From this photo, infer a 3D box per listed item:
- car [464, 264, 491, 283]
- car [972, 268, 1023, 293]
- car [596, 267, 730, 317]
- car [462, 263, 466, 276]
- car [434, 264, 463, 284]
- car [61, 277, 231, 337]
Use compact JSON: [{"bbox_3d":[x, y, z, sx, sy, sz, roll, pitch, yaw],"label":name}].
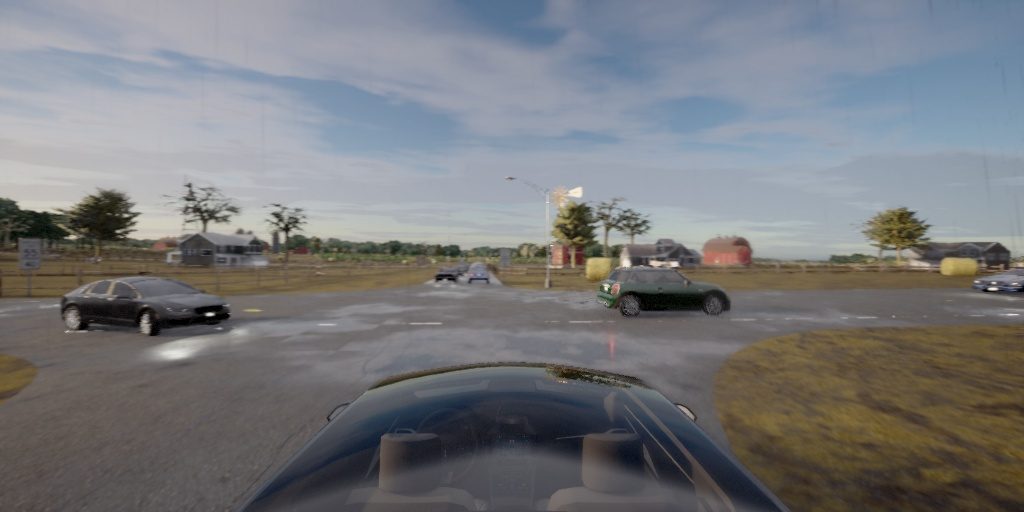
[{"bbox_3d":[-2.910,1.672,32.317,2.033,1.411,5.357,1,-1,-4],"label":"car"},{"bbox_3d":[27.844,1.321,19.009,5.357,1.411,2.033,0,0,-5],"label":"car"},{"bbox_3d":[5.569,1.212,13.390,4.553,1.767,2.097,0,1,-5],"label":"car"},{"bbox_3d":[-6.668,1.808,42.767,1.895,1.301,4.718,1,-1,-5],"label":"car"},{"bbox_3d":[-5.603,1.660,31.316,1.895,1.301,4.718,1,-1,-5],"label":"car"},{"bbox_3d":[-10.848,1.397,10.690,4.892,1.490,1.837,0,-1,14],"label":"car"}]
